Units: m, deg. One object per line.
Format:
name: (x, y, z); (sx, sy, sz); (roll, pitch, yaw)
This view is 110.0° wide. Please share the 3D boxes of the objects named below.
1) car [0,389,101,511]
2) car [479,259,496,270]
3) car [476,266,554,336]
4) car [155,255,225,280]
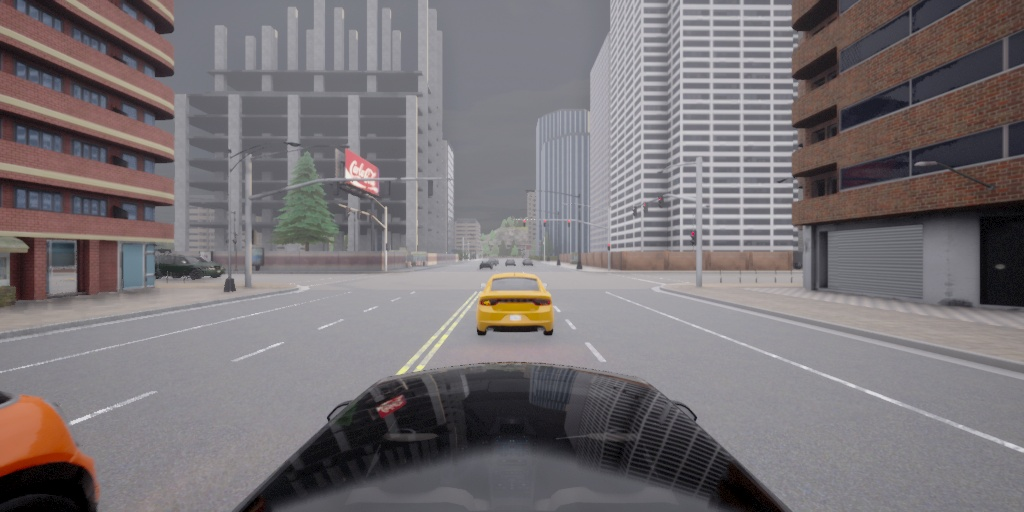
car: (-3.574, 1.103, 0.174); (2.097, 1.767, 4.553); (0, 0, 0)
car: (-3.855, 1.335, 53.985); (1.895, 1.301, 4.718); (0, 0, 0)
car: (0.065, 1.225, 10.468); (1.882, 1.535, 5.008); (0, 0, 0)
car: (-27.548, 0.962, 30.278); (5.566, 2.045, 2.150); (0, 0, -1)
